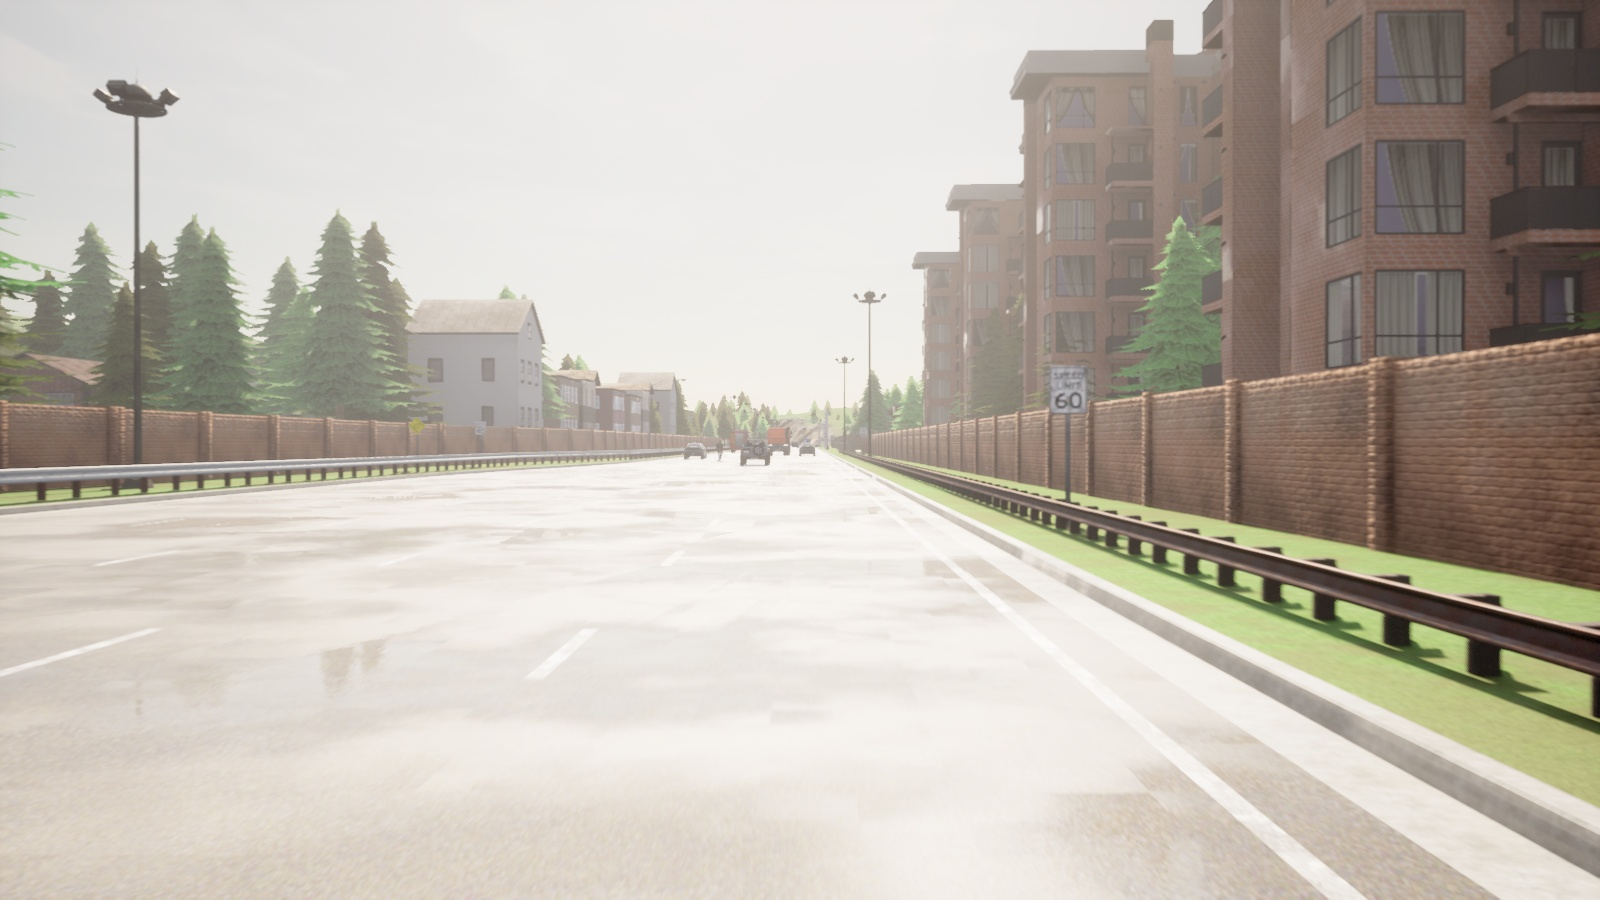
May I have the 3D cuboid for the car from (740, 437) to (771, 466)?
[{"bbox_3d":[-3.002,0.084,85.047,1.932,1.855,4.605,0,0,0],"label":"car"}]
